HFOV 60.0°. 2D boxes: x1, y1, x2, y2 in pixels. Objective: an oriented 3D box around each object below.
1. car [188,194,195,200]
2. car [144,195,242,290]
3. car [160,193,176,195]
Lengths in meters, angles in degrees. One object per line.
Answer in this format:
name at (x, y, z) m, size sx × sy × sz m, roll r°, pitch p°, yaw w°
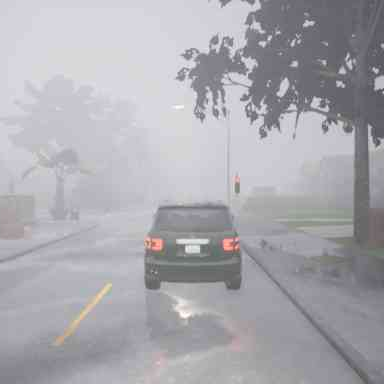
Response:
car at (-0.007, 1.292, 88.183) m, size 1.812 × 1.442 × 4.674 m, roll 0°, pitch 0°, yaw 0°
car at (0.036, 1.215, 9.227) m, size 2.150 × 2.045 × 5.566 m, roll 0°, pitch 0°, yaw 0°
car at (-4.097, 1.183, 52.253) m, size 2.150 × 2.045 × 5.566 m, roll 0°, pitch 0°, yaw 0°
